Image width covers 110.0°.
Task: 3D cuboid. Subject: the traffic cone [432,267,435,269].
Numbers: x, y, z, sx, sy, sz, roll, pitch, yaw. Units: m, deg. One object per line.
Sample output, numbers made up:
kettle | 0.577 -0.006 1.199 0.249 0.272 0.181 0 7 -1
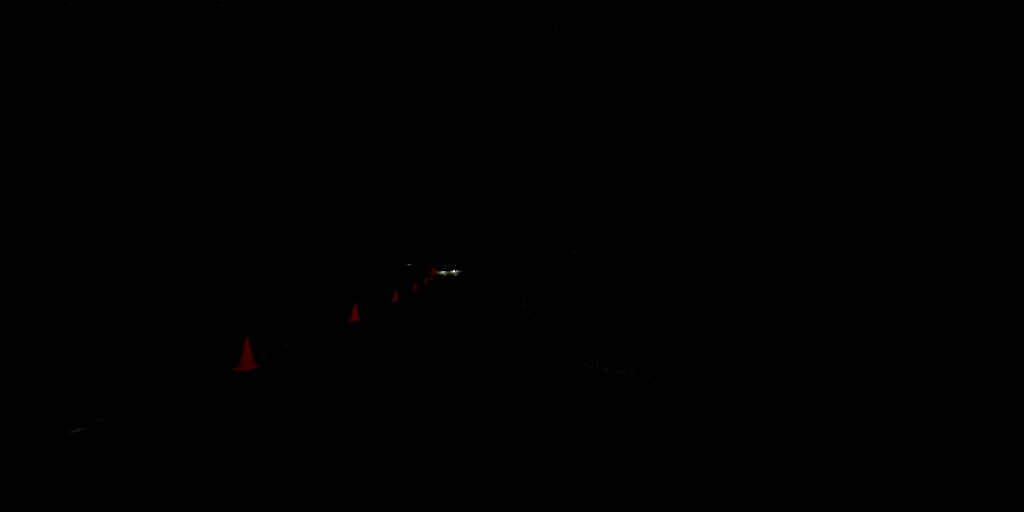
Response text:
traffic cone | -8.668 1.826 40.889 0.340 0.580 0.340 0 0 -11

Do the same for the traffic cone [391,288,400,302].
traffic cone | -5.338 1.781 16.481 0.340 0.580 0.340 0 0 -4

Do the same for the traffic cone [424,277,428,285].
traffic cone | -6.291 1.795 26.294 0.340 0.580 0.340 0 0 -7

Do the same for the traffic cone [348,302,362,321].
traffic cone | -5.053 1.776 11.559 0.340 0.580 0.340 0 0 -3

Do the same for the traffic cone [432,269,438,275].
traffic cone | -7.750 1.814 36.045 0.340 0.580 0.340 0 0 -10

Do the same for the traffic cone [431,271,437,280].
traffic cone | -6.958 1.804 31.179 0.340 0.580 0.340 0 0 -9

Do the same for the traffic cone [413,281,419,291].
traffic cone | -5.751 1.788 21.394 0.340 0.580 0.340 0 0 -6

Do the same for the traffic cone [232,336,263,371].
traffic cone | -4.894 1.773 6.632 0.340 0.580 0.340 0 0 -1

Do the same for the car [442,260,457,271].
car | -9.365 1.357 53.125 1.882 1.535 5.008 -1 0 -15
